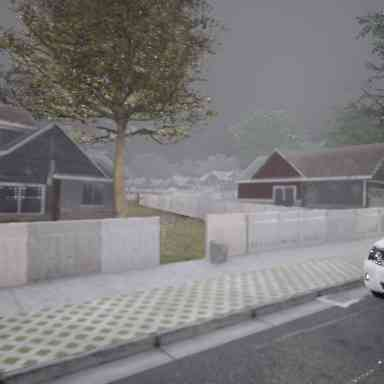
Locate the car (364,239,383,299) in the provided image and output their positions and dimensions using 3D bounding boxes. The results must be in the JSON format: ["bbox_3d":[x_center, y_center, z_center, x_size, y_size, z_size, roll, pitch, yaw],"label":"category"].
[{"bbox_3d":[6.117,1.290,7.442,5.566,2.045,2.150,1,0,-36],"label":"car"}]
